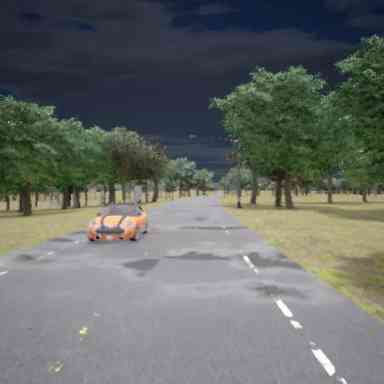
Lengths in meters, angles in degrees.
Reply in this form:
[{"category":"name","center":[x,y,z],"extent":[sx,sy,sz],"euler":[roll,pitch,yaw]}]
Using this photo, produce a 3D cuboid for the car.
[{"category":"car","center":[-3.428,1.341,16.218],"extent":[2.097,1.767,4.553],"euler":[0,0,1]}]
